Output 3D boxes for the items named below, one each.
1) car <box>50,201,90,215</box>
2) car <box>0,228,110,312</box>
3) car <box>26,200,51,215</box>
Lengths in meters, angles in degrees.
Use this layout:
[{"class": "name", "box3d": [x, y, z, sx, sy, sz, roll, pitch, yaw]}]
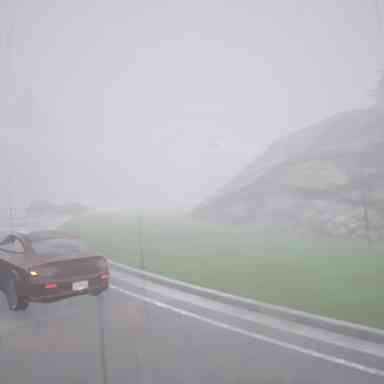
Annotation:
[{"class": "car", "box3d": [-13.461, 1.865, 37.770, 2.033, 1.411, 5.357, 0, -1, 5]}, {"class": "car", "box3d": [-3.649, 1.591, 7.918, 1.812, 1.442, 4.674, 1, -1, -43]}, {"class": "car", "box3d": [-16.763, 1.654, 37.760, 2.097, 1.767, 4.553, 0, -1, 3]}]
